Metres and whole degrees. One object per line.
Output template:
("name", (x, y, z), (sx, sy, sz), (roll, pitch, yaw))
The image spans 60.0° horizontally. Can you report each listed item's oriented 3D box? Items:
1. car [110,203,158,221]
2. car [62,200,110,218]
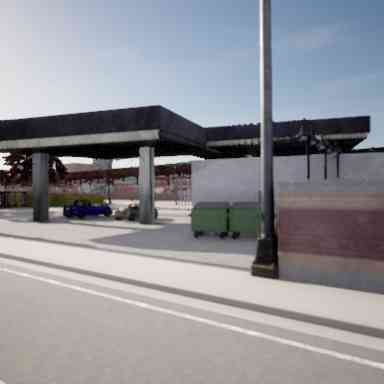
("car", (-4.731, 1.667, 28.666), (1.970, 1.475, 3.806), (-1, 0, 37))
("car", (-9.807, 1.566, 31.465), (2.242, 1.667, 4.611), (-1, 0, 37))
